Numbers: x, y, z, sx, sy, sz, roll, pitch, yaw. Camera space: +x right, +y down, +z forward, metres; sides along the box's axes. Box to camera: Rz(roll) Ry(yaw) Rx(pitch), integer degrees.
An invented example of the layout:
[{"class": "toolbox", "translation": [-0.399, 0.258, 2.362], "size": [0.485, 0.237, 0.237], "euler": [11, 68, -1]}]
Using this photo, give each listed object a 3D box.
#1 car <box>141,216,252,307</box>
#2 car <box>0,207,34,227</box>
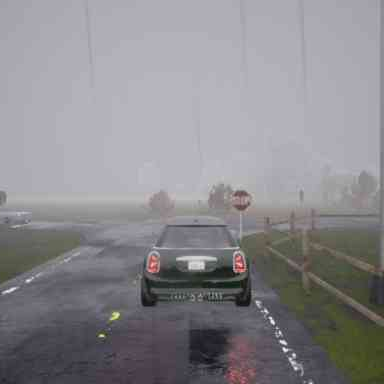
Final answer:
[{"class": "car", "translation": [0.077, 1.352, 8.150], "size": [2.097, 1.767, 4.553], "euler": [0, 0, 0]}, {"class": "car", "translation": [-13.301, 1.633, 22.368], "size": [4.718, 1.301, 1.895], "euler": [0, 0, 2]}]
